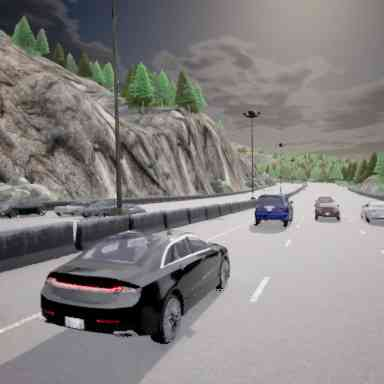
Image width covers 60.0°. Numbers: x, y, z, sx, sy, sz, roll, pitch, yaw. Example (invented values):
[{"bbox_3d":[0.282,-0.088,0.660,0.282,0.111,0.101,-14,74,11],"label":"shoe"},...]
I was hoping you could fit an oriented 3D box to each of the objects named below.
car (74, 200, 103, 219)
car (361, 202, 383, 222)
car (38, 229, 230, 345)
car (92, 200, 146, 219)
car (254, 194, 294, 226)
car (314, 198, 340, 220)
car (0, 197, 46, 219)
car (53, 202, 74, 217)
[{"bbox_3d":[-7.443,1.446,28.426,1.837,1.490,4.892,0,0,21],"label":"car"},{"bbox_3d":[14.049,1.481,25.278,1.812,1.442,4.674,0,0,21],"label":"car"},{"bbox_3d":[-0.629,1.476,6.537,2.128,1.511,4.902,0,0,21],"label":"car"},{"bbox_3d":[-5.108,1.513,24.740,1.994,1.385,4.181,0,0,21],"label":"car"},{"bbox_3d":[5.839,1.179,23.411,2.150,2.045,5.566,0,0,21],"label":"car"},{"bbox_3d":[11.084,1.475,27.342,1.812,1.442,4.674,0,0,21],"label":"car"},{"bbox_3d":[-14.895,1.290,28.542,2.097,1.767,4.553,0,0,21],"label":"car"},{"bbox_3d":[-10.378,1.537,30.551,1.895,1.301,4.718,0,0,21],"label":"car"}]
